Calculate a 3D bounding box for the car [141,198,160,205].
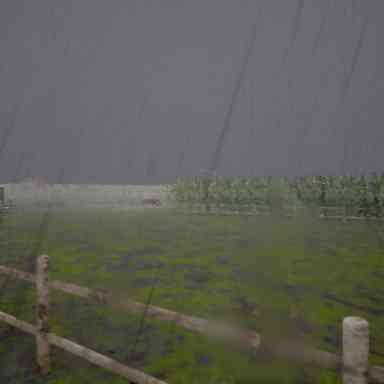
[{"bbox_3d":[-8.243,1.853,65.911,1.994,1.385,4.181,2,1,35],"label":"car"}]
